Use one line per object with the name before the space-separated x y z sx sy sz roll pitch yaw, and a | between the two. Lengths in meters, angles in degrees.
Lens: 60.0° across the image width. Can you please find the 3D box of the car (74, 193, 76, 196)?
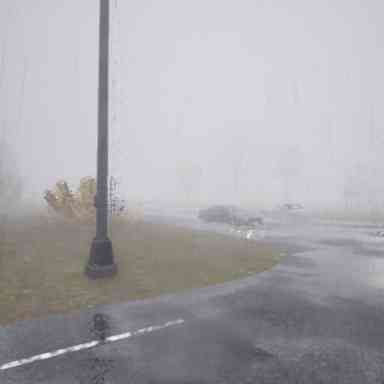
car | -18.808 0.957 53.211 2.097 1.767 4.553 0 1 -35

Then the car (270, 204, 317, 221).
car | 7.802 1.643 27.697 1.895 1.301 4.718 0 1 -35

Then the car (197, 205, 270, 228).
car | 2.491 1.593 23.043 2.033 1.411 5.357 0 1 -35
